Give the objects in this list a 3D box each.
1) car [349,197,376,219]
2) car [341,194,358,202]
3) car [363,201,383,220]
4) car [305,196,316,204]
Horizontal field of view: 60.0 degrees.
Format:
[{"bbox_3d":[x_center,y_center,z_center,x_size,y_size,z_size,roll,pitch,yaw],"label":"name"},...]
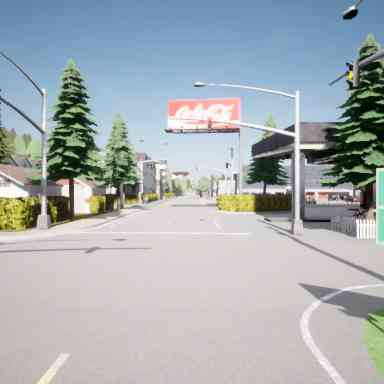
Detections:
[{"bbox_3d":[14.346,1.505,24.964,3.866,1.878,1.905,0,0,0],"label":"car"},{"bbox_3d":[34.842,1.489,71.841,2.007,1.523,4.514,0,0,0],"label":"car"},{"bbox_3d":[18.668,1.672,30.638,4.611,1.667,2.242,0,0,0],"label":"car"},{"bbox_3d":[22.445,1.552,64.038,1.970,1.475,3.806,0,0,0],"label":"car"}]
